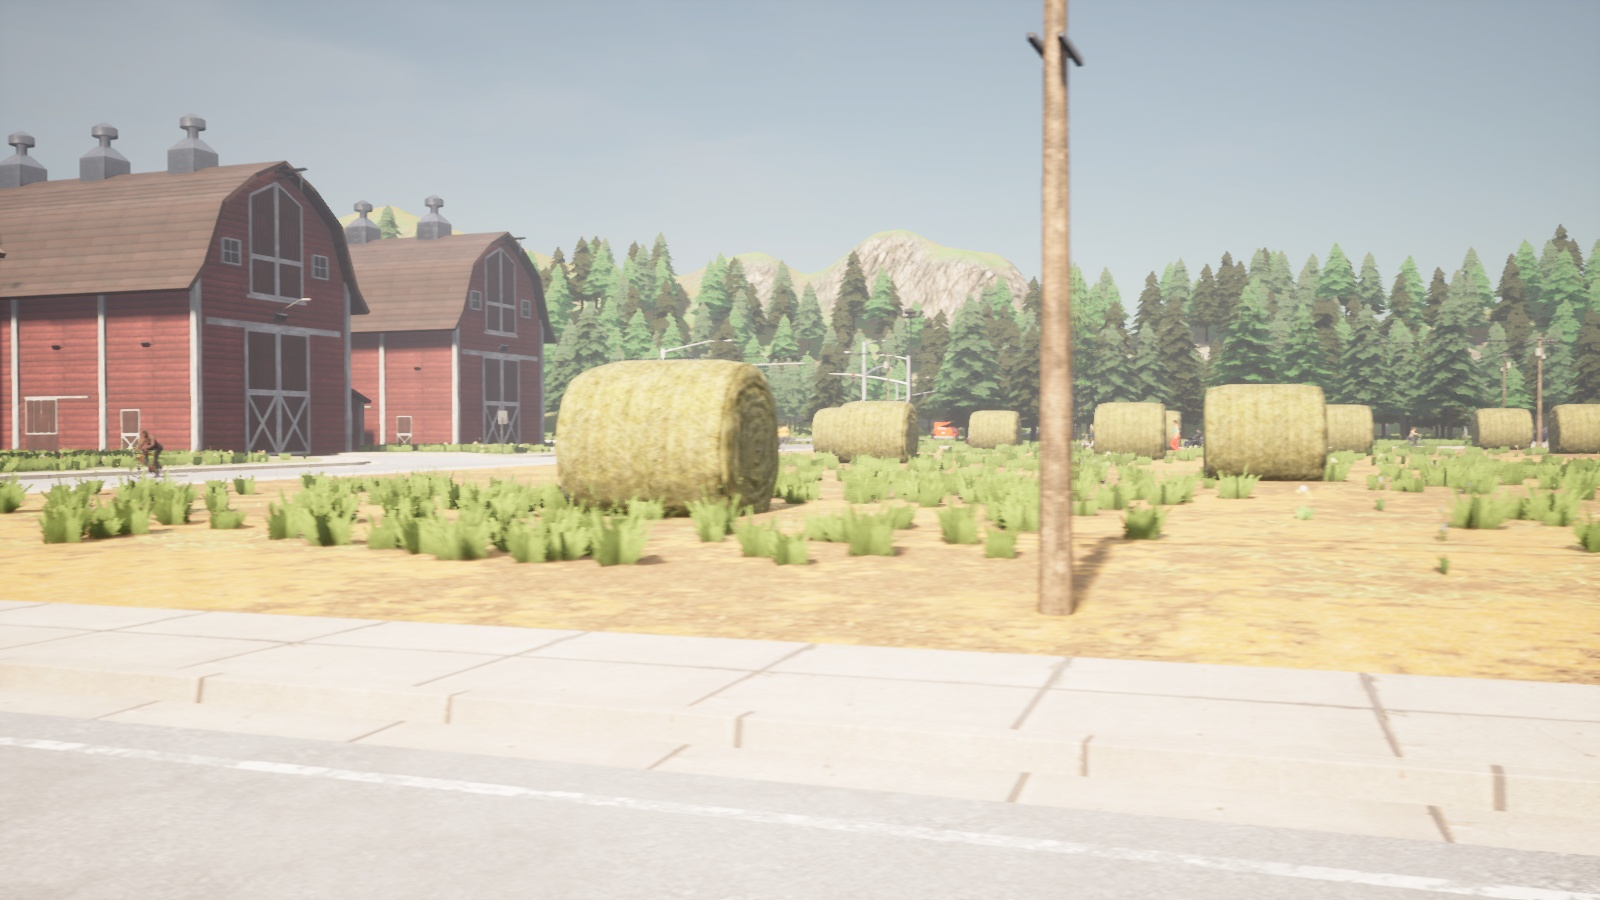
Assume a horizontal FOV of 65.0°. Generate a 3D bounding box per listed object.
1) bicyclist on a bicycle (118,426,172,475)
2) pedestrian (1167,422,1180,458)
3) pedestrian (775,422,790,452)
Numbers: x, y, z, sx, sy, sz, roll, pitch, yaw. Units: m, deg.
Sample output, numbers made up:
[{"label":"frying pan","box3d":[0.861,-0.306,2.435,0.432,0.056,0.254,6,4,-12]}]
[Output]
[{"label":"bicyclist on a bicycle","box3d":[-22.086,-0.010,42.373,0.582,1.620,1.656,1,1,18]},{"label":"pedestrian","box3d":[19.416,-0.523,65.279,0.594,1.836,0.345,1,1,27]},{"label":"pedestrian","box3d":[-1.073,-0.806,78.421,0.874,1.855,0.900,0,1,-3]}]
